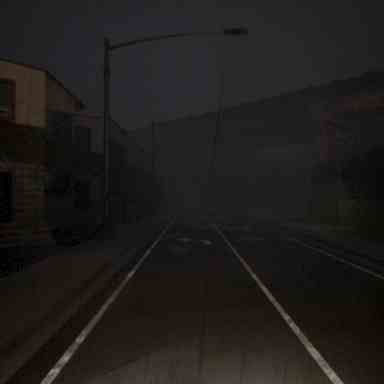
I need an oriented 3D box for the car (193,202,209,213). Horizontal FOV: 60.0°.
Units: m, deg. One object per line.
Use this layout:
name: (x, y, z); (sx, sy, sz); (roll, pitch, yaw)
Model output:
car: (1.269, 2.069, 45.557); (1.882, 1.535, 5.008); (0, -1, 7)
